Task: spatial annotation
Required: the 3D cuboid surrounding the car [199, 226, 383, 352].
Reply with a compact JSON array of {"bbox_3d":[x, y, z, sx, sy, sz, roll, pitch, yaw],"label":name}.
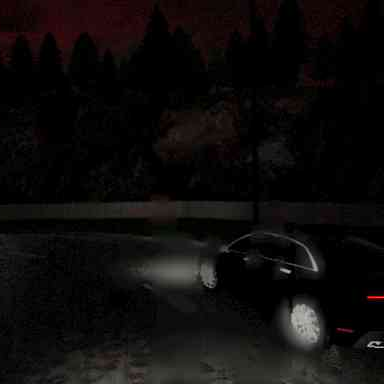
[{"bbox_3d":[1.787,1.404,6.181,1.837,1.490,4.892,0,0,-25],"label":"car"}]
